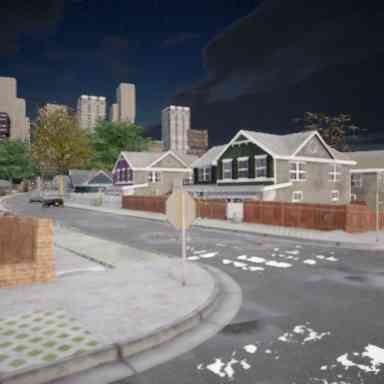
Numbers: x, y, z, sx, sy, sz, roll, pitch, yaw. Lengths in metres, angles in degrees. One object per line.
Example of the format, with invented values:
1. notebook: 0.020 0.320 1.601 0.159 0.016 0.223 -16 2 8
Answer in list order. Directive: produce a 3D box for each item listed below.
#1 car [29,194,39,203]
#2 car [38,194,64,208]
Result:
1. car: -25.318 1.084 54.318 1.994 1.385 4.181 -1 1 -30
2. car: -17.273 1.138 41.206 1.882 1.535 5.008 -1 1 -34
